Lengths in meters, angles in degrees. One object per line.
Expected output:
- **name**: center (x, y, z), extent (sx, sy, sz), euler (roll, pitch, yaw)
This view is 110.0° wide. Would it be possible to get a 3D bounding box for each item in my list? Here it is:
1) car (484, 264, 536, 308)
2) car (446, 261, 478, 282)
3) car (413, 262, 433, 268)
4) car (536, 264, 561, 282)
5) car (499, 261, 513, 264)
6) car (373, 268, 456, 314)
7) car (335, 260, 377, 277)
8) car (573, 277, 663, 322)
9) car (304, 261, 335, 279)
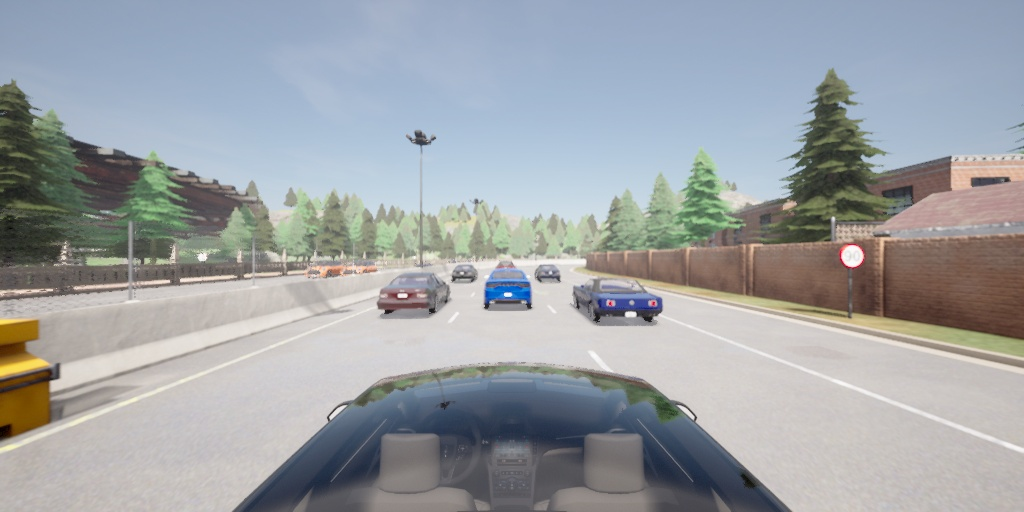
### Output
- **car**: center (-0.186, 1.282, 15.685), extent (1.882, 1.535, 5.008), euler (0, 0, -1)
- **car**: center (-3.999, 1.413, 30.718), extent (2.033, 1.411, 5.357), euler (0, 0, -1)
- **car**: center (-11.199, 1.491, 45.426), extent (1.994, 1.385, 4.181), euler (0, 0, 2)
- **car**: center (2.999, 1.409, 30.882), extent (2.033, 1.411, 5.357), euler (0, 0, -1)
- **car**: center (-0.592, 1.234, 35.519), extent (2.097, 1.767, 4.553), euler (0, 0, -1)
- **car**: center (-3.644, 1.347, 14.086), extent (2.033, 1.411, 5.357), euler (0, 0, -2)
- **car**: center (-14.729, 1.240, 34.638), extent (2.097, 1.767, 4.553), euler (0, 0, -1)
- **car**: center (3.371, 1.390, 12.466), extent (1.895, 1.301, 4.718), euler (0, 0, -1)
- **car**: center (-18.240, 1.244, 35.143), extent (2.097, 1.767, 4.553), euler (0, 0, -1)
